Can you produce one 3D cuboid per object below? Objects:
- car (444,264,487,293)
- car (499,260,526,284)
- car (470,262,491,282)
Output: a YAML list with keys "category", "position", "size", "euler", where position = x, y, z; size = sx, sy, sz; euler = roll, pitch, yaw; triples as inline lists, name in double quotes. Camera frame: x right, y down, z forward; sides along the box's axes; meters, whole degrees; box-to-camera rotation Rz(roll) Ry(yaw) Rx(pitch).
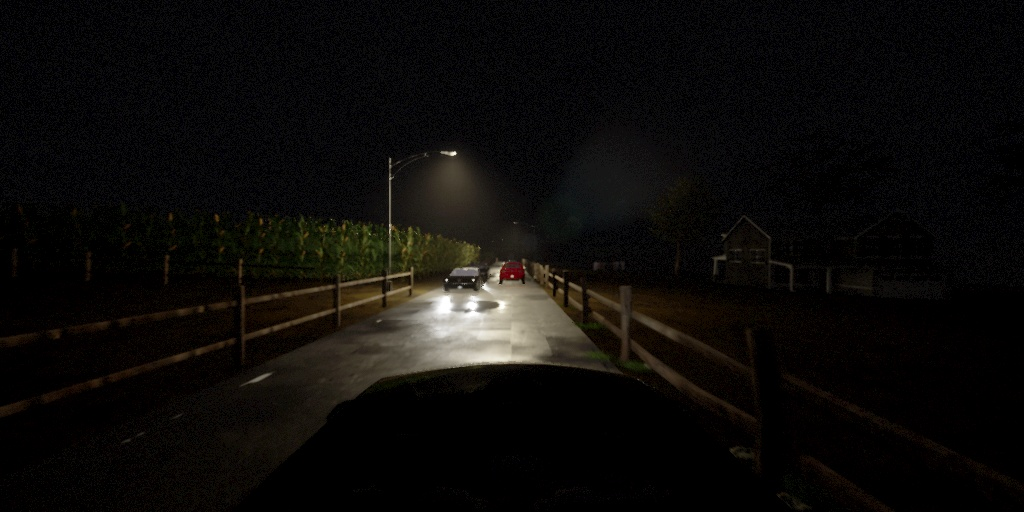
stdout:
- category: "car"
  position: [-2.758, 1.369, 21.295]
  size: [1.895, 1.301, 4.718]
  euler: [0, 0, 0]
- category: "car"
  position: [0.041, 1.247, 27.466]
  size: [1.882, 1.535, 5.008]
  euler: [0, 0, 1]
- category: "car"
  position: [-2.748, 1.261, 28.676]
  size: [2.128, 1.511, 4.902]
  euler: [0, 0, 0]
